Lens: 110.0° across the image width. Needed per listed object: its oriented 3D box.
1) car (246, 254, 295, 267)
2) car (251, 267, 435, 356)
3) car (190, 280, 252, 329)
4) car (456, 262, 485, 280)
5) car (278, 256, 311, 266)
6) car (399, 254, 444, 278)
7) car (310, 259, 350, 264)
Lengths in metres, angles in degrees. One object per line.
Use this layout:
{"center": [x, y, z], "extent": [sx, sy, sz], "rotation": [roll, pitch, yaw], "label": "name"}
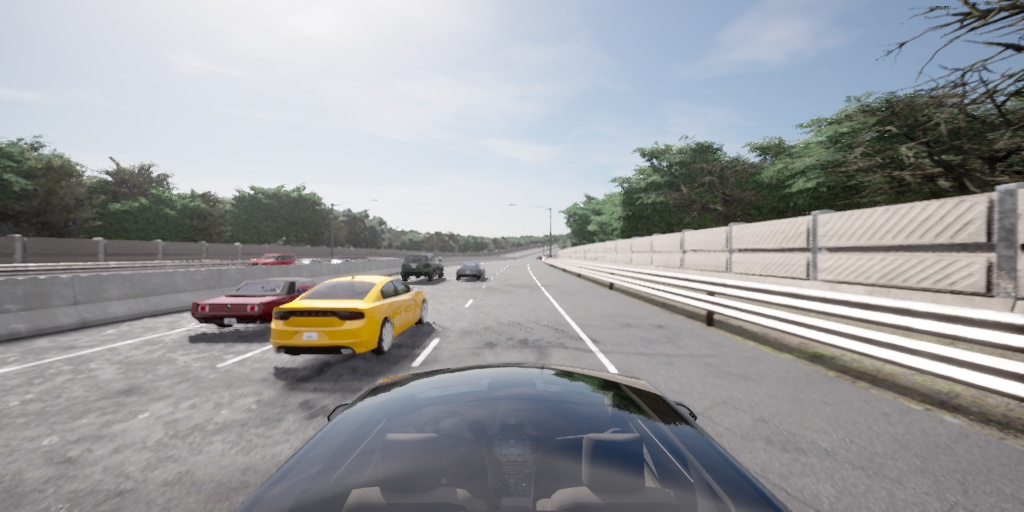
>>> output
{"center": [-24.339, 0.767, 36.721], "extent": [2.150, 2.045, 5.566], "rotation": [0, 0, 1], "label": "car"}
{"center": [-3.420, 1.193, 8.568], "extent": [1.882, 1.535, 5.008], "rotation": [0, 0, 0], "label": "car"}
{"center": [-6.911, 1.303, 11.030], "extent": [1.895, 1.301, 4.718], "rotation": [0, 0, 0], "label": "car"}
{"center": [-3.280, 1.162, 29.055], "extent": [1.994, 1.385, 4.181], "rotation": [0, 0, 1], "label": "car"}
{"center": [-20.843, 1.037, 36.419], "extent": [2.128, 1.511, 4.902], "rotation": [0, 0, 1], "label": "car"}
{"center": [-6.801, 0.827, 27.666], "extent": [2.150, 2.045, 5.566], "rotation": [0, 0, 1], "label": "car"}
{"center": [-17.363, 1.099, 35.816], "extent": [2.033, 1.411, 5.357], "rotation": [0, 0, 1], "label": "car"}
